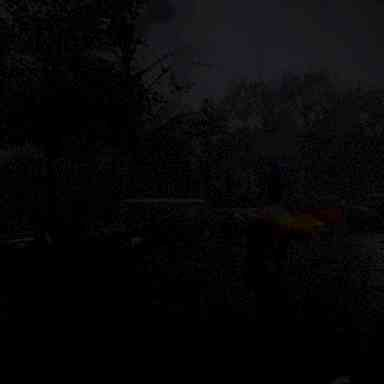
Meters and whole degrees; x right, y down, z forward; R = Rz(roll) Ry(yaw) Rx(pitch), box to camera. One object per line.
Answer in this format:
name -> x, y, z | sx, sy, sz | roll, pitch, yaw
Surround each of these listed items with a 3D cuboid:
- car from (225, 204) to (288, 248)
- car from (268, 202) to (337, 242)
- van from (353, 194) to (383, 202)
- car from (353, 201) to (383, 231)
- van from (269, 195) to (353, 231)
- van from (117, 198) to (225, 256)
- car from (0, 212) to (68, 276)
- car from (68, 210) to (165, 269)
car -> 1.264, 1.429, 14.476 | 4.892, 1.521, 2.231 | -1, 0, 34
car -> 3.808, 1.408, 16.091 | 5.366, 1.575, 1.946 | -1, -1, 34
van -> 10.936, 1.148, 21.273 | 4.442, 1.987, 1.878 | -1, -1, 34
car -> 8.444, 1.426, 19.614 | 4.674, 1.452, 2.002 | -1, 0, 34
van -> 5.949, 1.176, 17.972 | 4.442, 1.987, 1.878 | -1, 0, 34
van -> -1.237, 1.222, 12.830 | 4.442, 1.987, 1.878 | -1, 0, 35
car -> -5.903, 1.356, 9.329 | 4.553, 1.767, 2.185 | -1, 0, 34
car -> -3.555, 1.494, 11.073 | 4.792, 1.488, 2.163 | -1, 0, 34
